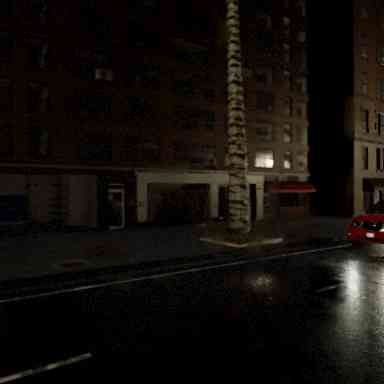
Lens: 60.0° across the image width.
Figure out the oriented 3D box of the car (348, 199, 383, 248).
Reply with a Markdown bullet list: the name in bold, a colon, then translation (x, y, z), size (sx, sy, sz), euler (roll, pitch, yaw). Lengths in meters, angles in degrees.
- **car**: translation (8.864, 1.263, 13.919), size (5.566, 2.045, 2.150), euler (1, 0, -35)
